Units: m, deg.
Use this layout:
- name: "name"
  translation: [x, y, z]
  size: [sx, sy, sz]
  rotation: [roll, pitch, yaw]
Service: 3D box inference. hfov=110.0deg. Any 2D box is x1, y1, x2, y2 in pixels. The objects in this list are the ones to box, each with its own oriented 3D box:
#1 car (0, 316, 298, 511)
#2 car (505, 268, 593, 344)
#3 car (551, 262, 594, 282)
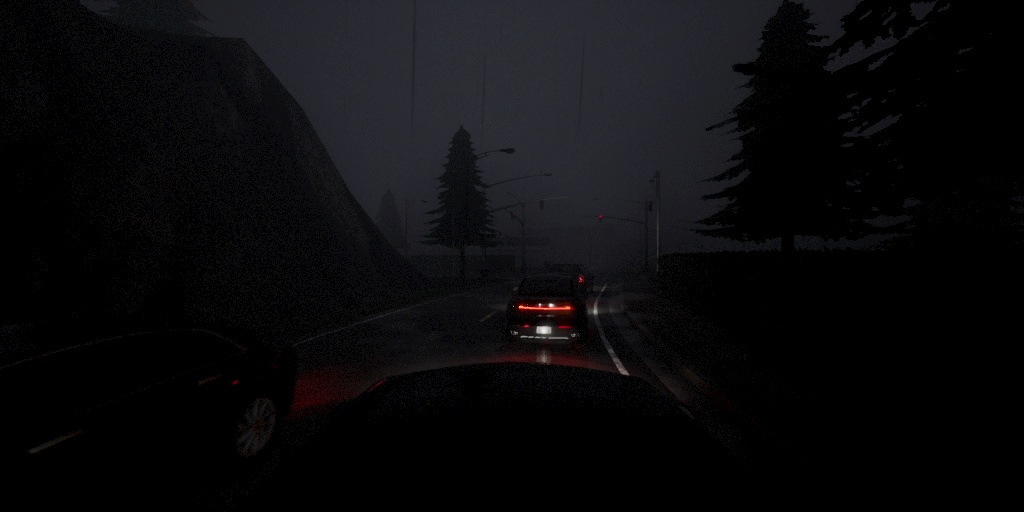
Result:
- name: "car"
  translation: [-3.428, 1.255, 2.116]
  size: [1.837, 1.490, 4.892]
  rotation: [0, 0, 3]
- name: "car"
  translation: [1.018, 1.255, 9.661]
  size: [1.837, 1.490, 4.892]
  rotation: [0, 0, 9]
- name: "car"
  translation: [3.017, 1.102, 18.583]
  size: [2.097, 1.767, 4.553]
  rotation: [0, 0, 17]
